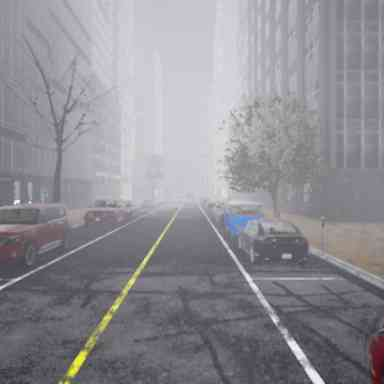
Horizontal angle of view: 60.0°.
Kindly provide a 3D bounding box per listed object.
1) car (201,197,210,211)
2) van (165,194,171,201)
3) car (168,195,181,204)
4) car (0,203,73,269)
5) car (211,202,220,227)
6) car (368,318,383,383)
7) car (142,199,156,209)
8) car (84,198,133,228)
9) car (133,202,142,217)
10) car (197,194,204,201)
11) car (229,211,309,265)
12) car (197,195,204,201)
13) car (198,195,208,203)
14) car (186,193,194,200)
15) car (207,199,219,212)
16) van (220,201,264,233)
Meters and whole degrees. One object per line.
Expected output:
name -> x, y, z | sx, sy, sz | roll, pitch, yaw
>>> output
car -> 2.517, 1.611, 39.978 | 2.008, 1.369, 4.403 | 0, 0, 0
van -> -6.071, 1.467, 85.531 | 1.690, 1.788, 3.998 | 0, 0, 0
car -> -3.295, 1.699, 66.941 | 1.895, 1.301, 4.718 | 0, 0, 0
car -> -5.737, 1.346, 11.458 | 2.192, 1.841, 5.009 | 0, 0, 0
car -> 2.594, 1.600, 22.886 | 1.947, 1.339, 4.313 | 0, 0, 0
car -> 2.690, 1.312, 1.079 | 2.192, 1.841, 5.009 | 0, 0, 0
car -> -5.889, 1.666, 45.645 | 1.802, 1.307, 4.206 | 0, 0, 0
car -> -5.789, 1.365, 22.854 | 2.192, 1.841, 5.009 | 0, 0, 0
car -> -5.813, 1.499, 28.552 | 1.967, 1.590, 4.097 | 0, 0, 0
car -> 2.685, 1.577, 72.266 | 1.882, 1.535, 5.008 | 0, 0, 0
car -> 2.645, 1.567, 11.490 | 2.008, 1.369, 4.403 | 0, 0, 0
car -> 2.285, 1.640, 91.431 | 1.752, 1.417, 4.829 | 0, 0, 0
car -> 2.440, 1.649, 57.073 | 1.947, 1.339, 4.313 | 0, 0, 0
car -> -0.380, 1.156, 86.877 | 2.150, 2.045, 5.566 | 0, 0, 0
car -> 2.567, 1.569, 28.754 | 1.752, 1.417, 4.829 | 0, 0, 0
van -> 2.618, 1.367, 17.187 | 1.690, 1.788, 3.998 | 0, 0, 0
